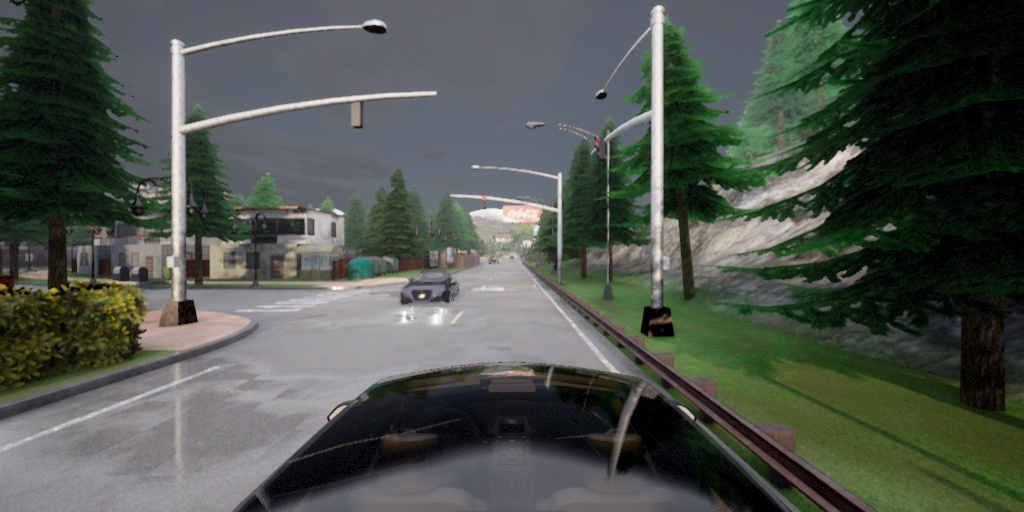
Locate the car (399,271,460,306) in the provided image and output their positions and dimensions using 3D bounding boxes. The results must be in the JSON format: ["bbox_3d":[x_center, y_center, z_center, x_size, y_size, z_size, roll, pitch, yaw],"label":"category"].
[{"bbox_3d":[-3.512,1.374,15.938,1.994,1.385,4.181,-2,0,0],"label":"car"}]
